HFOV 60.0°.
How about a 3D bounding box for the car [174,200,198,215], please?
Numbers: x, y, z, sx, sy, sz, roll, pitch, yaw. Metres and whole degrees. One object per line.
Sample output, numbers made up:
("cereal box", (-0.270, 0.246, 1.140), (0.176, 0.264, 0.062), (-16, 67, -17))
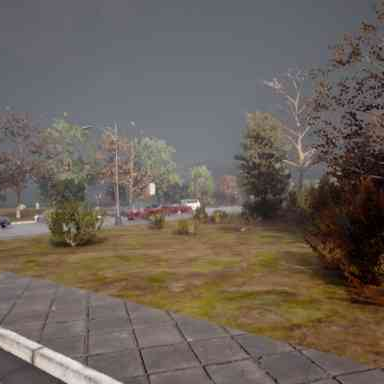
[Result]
("car", (-1.646, 2.233, 43.914), (1.882, 1.535, 5.008), (-3, -2, 32))

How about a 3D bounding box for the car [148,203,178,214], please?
("car", (-4.583, 2.607, 52.687), (2.128, 1.511, 4.902), (-3, -2, 32))

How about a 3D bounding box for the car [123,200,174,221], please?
("car", (-4.281, 1.900, 33.202), (2.097, 1.767, 4.553), (-3, -2, 32))

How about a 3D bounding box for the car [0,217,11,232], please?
("car", (-15.305, 2.274, 22.700), (1.895, 1.301, 4.718), (-3, -2, 34))

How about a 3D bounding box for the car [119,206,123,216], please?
("car", (-6.472, 2.124, 43.185), (2.150, 2.045, 5.566), (-3, -2, 32))

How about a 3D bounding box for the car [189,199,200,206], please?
("car", (-0.798, 2.193, 52.141), (2.150, 2.045, 5.566), (-3, -2, 33))

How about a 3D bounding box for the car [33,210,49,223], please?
("car", (-14.851, 2.505, 36.451), (2.128, 1.511, 4.902), (-3, -2, 32))

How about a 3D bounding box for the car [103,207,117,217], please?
("car", (-10.043, 2.615, 44.051), (1.994, 1.385, 4.181), (-3, -2, 32))
